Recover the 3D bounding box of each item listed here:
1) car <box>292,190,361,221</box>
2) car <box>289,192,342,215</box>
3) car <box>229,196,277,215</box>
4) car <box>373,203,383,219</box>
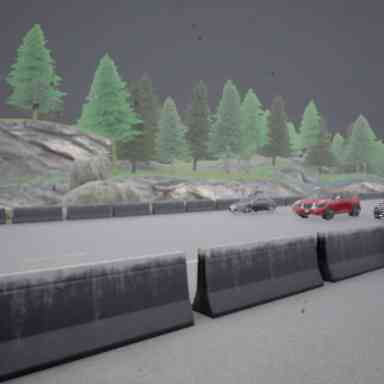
[{"bbox_3d":[10.001,0.871,24.105,5.566,2.045,2.150,-1,1,-36],"label":"car"},{"bbox_3d":[10.798,0.926,28.982,4.553,1.767,2.097,-2,1,-36],"label":"car"},{"bbox_3d":[5.410,1.152,29.425,4.902,1.511,2.128,-1,1,-36],"label":"car"},{"bbox_3d":[14.375,1.096,22.934,4.892,1.490,1.837,-1,1,-36],"label":"car"}]
